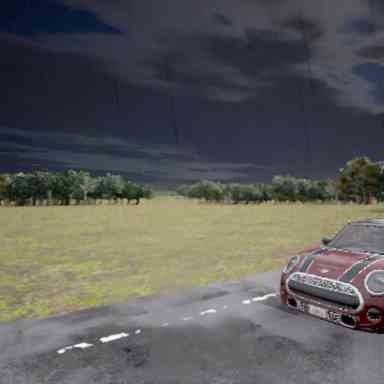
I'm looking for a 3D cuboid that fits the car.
[{"bbox_3d":[3.887,1.370,6.764,4.553,1.767,2.097,0,0,-35],"label":"car"}]
